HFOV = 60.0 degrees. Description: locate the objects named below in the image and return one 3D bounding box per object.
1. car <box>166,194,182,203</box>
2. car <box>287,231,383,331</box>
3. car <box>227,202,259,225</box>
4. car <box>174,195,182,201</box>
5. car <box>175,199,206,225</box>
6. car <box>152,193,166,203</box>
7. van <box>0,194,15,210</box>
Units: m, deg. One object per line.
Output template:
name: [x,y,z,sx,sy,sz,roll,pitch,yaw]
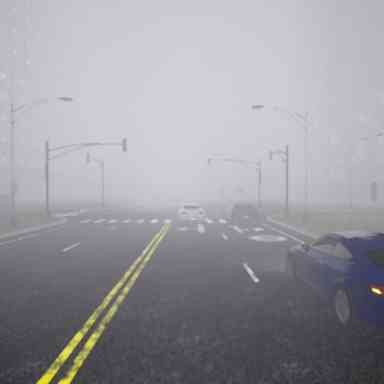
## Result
car: [-3.264,1.384,63.760,1.994,1.385,4.181,0,0,1]
car: [3.354,1.512,6.715,1.812,1.442,4.674,0,0,0]
car: [3.544,1.427,23.604,1.882,1.535,5.008,0,0,3]
car: [-3.361,1.353,79.212,1.895,1.301,4.718,0,0,-1]
car: [-0.098,1.476,23.288,1.812,1.442,4.674,0,0,-3]
car: [-6.513,1.325,63.643,1.837,1.490,4.892,0,0,1]
van: [-22.645,1.123,38.390,3.998,1.788,1.690,0,0,1]
